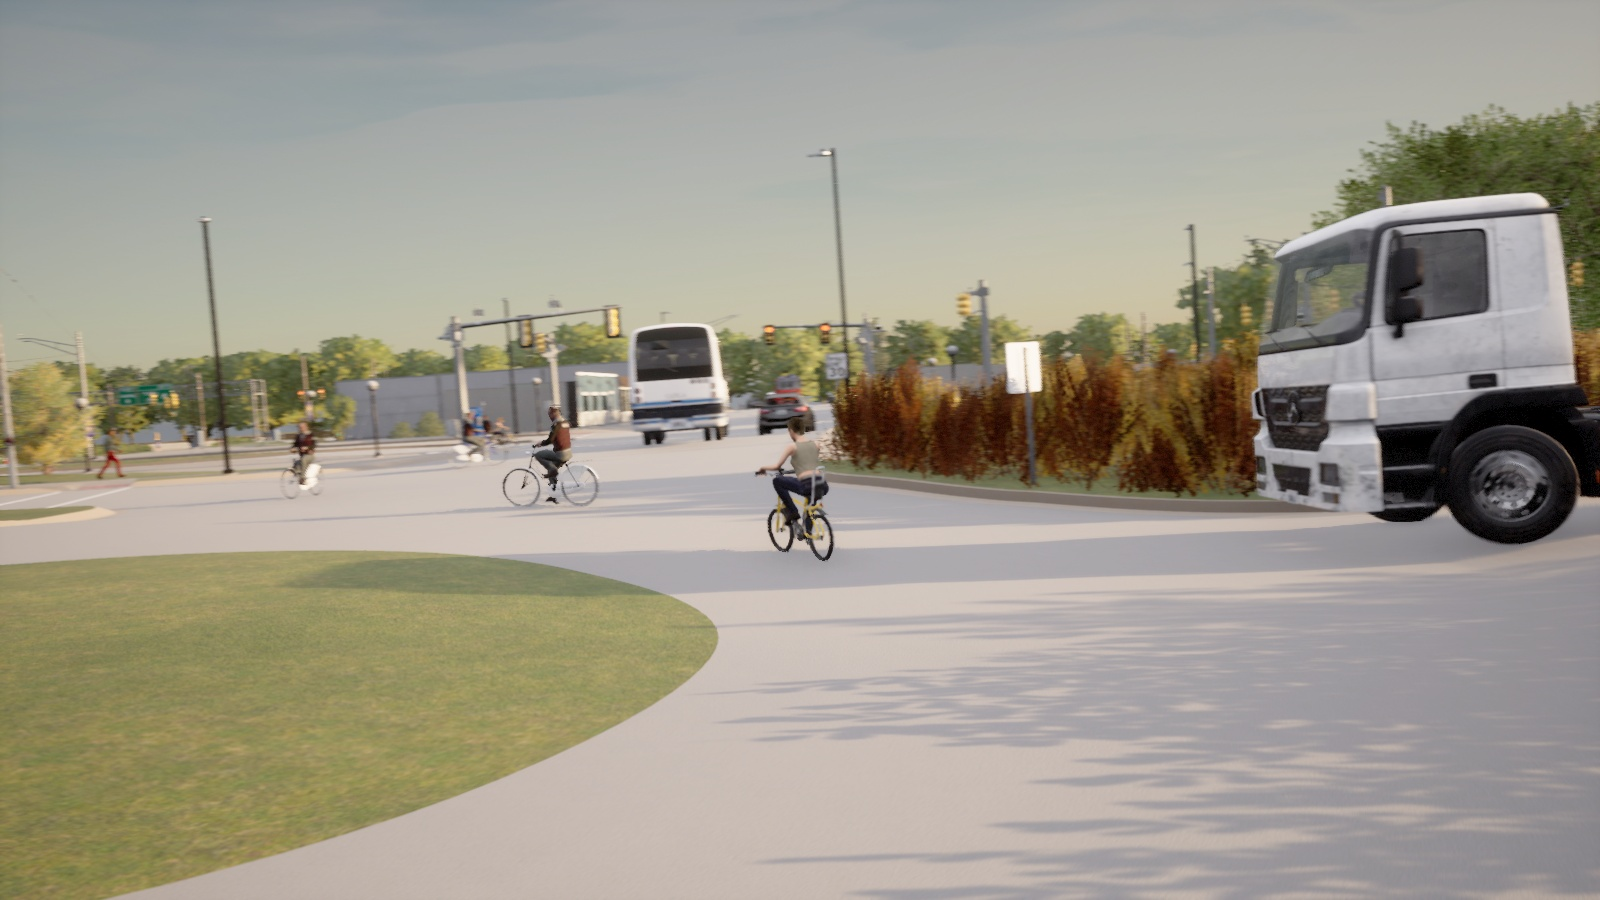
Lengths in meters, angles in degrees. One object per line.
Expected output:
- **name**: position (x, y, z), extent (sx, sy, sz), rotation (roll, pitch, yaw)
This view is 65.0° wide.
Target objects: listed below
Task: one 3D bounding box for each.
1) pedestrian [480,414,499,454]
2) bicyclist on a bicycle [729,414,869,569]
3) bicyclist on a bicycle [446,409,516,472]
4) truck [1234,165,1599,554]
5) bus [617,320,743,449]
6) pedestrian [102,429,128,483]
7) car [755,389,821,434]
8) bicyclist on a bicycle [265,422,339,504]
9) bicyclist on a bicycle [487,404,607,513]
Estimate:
- **pedestrian**: position (-14.999, -0.784, 60.639), extent (0.431, 1.840, 0.703), rotation (-3, 3, 15)
- **bicyclist on a bicycle**: position (-0.033, 0.427, 14.421), extent (0.866, 1.612, 1.509), rotation (-7, 5, -28)
- **bicyclist on a bicycle**: position (-9.957, -0.297, 39.246), extent (1.843, 1.776, 0.659), rotation (-6, 3, -29)
- **truck**: position (9.098, -1.082, 13.096), extent (7.936, 3.462, 2.891), rotation (-4, 2, 3)
- **bus**: position (-4.460, -2.449, 49.384), extent (3.944, 4.253, 10.273), rotation (-4, 2, -2)
- **pedestrian**: position (-24.301, 0.206, 44.530), extent (0.614, 1.847, 0.353), rotation (-5, 4, -22)
- **car**: position (-0.435, -1.600, 52.652), extent (2.242, 1.667, 4.611), rotation (-4, 1, 5)
- **bicyclist on a bicycle**: position (-11.509, 0.278, 29.078), extent (0.659, 1.776, 1.843), rotation (-4, 2, 7)
- **bicyclist on a bicycle**: position (-4.407, 0.151, 21.877), extent (1.843, 1.776, 0.659), rotation (-2, 4, 17)
